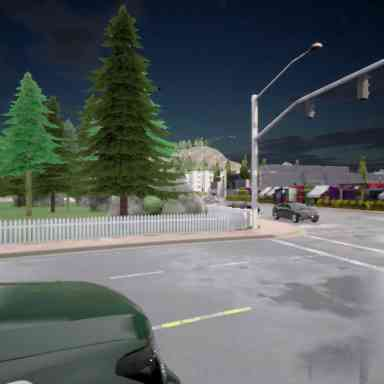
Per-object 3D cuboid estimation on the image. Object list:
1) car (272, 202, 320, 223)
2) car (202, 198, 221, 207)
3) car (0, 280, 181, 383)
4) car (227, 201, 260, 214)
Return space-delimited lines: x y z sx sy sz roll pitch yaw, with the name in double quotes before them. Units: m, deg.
"car" 8.095 1.559 26.346 1.837 1.490 4.892 0 0 -14
"car" 2.467 1.545 45.733 2.128 1.511 4.902 0 0 -16
"car" -2.732 1.222 1.688 5.566 2.045 2.150 0 0 -36
"car" 5.458 1.654 35.432 1.895 1.301 4.718 0 0 -16
